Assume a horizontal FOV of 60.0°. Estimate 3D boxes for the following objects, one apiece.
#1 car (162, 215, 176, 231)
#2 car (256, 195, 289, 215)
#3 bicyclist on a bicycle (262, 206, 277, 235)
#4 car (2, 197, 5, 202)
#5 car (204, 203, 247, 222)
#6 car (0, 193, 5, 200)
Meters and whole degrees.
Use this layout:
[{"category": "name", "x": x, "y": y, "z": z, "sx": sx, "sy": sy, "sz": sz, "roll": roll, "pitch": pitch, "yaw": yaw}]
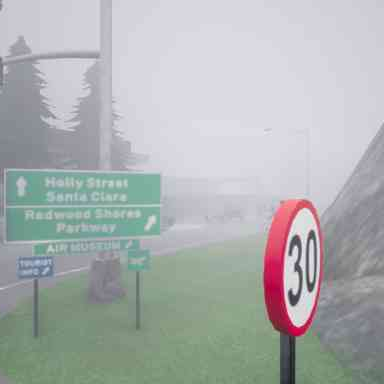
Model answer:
[{"category": "car", "x": -3.145, "y": 1.792, "z": 20.044, "sx": 1.895, "sy": 1.301, "sz": 4.718, "roll": 0, "pitch": 0, "yaw": 36}, {"category": "car", "x": 9.026, "y": 1.413, "z": 36.639, "sx": 2.150, "sy": 2.045, "sz": 5.566, "roll": 0, "pitch": 0, "yaw": 36}, {"category": "bicyclist on a bicycle", "x": 4.672, "y": 1.643, "z": 18.706, "sx": 1.656, "sy": 1.620, "sz": 0.582, "roll": 0, "pitch": 0, "yaw": 36}, {"category": "car", "x": -12.266, "y": 1.504, "z": 26.086, "sx": 1.905, "sy": 1.878, "sz": 3.866, "roll": 0, "pitch": 0, "yaw": 35}, {"category": "car", "x": 2.902, "y": 1.683, "z": 28.298, "sx": 2.128, "sy": 1.511, "sz": 4.902, "roll": 0, "pitch": 0, "yaw": 36}, {"category": "car", "x": -38.316, "y": 1.489, "z": 70.119, "sx": 4.514, "sy": 1.523, "sz": 2.007, "roll": 0, "pitch": 0, "yaw": 35}]
